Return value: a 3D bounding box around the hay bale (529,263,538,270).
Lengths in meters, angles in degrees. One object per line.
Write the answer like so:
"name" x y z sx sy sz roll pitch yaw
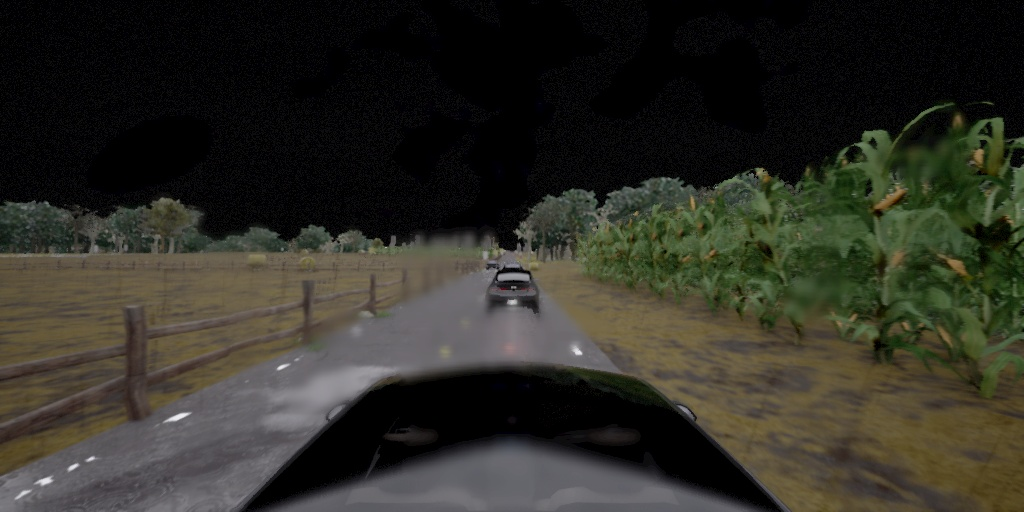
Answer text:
"hay bale" 3.127 1.453 51.273 1.220 1.180 1.240 0 0 0

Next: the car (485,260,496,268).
"car" -2.819 1.347 52.744 2.033 1.411 5.357 0 0 0

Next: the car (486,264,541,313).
"car" 0.070 1.249 13.898 1.837 1.490 4.892 0 0 0

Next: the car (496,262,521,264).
"car" 0.072 1.252 29.136 2.128 1.511 4.902 0 0 0
